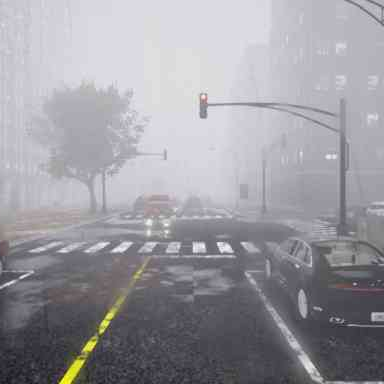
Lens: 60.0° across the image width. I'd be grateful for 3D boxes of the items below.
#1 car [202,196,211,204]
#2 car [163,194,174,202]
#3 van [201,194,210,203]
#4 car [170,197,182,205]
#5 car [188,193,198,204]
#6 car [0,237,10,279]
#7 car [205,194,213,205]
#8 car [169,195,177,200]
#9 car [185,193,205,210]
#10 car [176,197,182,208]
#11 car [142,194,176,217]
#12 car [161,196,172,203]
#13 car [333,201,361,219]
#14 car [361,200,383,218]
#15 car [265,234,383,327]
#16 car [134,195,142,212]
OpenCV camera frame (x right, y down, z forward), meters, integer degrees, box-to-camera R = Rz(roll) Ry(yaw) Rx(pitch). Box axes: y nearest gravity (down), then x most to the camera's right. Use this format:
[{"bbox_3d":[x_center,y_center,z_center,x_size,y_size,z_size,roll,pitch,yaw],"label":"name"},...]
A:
[{"bbox_3d":[2.881,1.574,67.113,1.752,1.417,4.829,0,0,0],"label":"car"},{"bbox_3d":[-5.469,1.381,78.013,2.192,1.841,5.009,0,0,0],"label":"car"},{"bbox_3d":[2.896,1.398,72.466,1.690,1.788,3.998,0,0,0],"label":"van"},{"bbox_3d":[-2.891,1.587,61.522,2.033,1.411,5.357,0,0,1],"label":"car"},{"bbox_3d":[0.202,1.275,69.307,2.150,2.045,5.566,0,0,0],"label":"car"},{"bbox_3d":[-5.673,1.545,6.965,1.887,1.381,4.507,0,0,0],"label":"car"},{"bbox_3d":[2.865,1.607,61.420,1.947,1.339,4.313,0,0,0],"label":"car"},{"bbox_3d":[-5.421,1.648,94.582,2.008,1.369,4.403,0,0,0],"label":"car"},{"bbox_3d":[0.226,1.374,43.689,2.097,1.767,4.553,0,0,0],"label":"car"},{"bbox_3d":[-2.959,1.592,49.084,1.994,1.385,4.181,0,0,0],"label":"car"},{"bbox_3d":[-3.011,1.233,31.323,2.150,2.045,5.566,0,0,0],"label":"car"},{"bbox_3d":[-5.485,1.622,72.491,1.947,1.339,4.313,0,0,0],"label":"car"},{"bbox_3d":[13.500,1.348,26.316,4.403,1.369,2.008,-1,1,0],"label":"car"},{"bbox_3d":[15.593,0.987,23.753,5.566,2.045,2.150,-1,0,0],"label":"car"},{"bbox_3d":[2.707,1.551,6.941,2.008,1.369,4.403,0,0,0],"label":"car"},{"bbox_3d":[-5.580,1.334,39.353,2.192,1.841,5.009,0,0,0],"label":"car"}]
